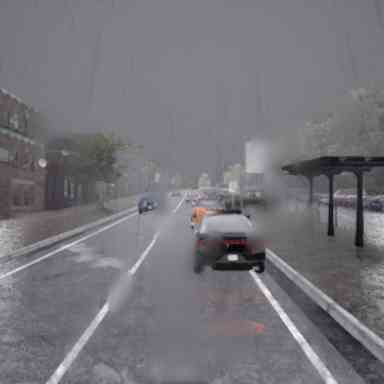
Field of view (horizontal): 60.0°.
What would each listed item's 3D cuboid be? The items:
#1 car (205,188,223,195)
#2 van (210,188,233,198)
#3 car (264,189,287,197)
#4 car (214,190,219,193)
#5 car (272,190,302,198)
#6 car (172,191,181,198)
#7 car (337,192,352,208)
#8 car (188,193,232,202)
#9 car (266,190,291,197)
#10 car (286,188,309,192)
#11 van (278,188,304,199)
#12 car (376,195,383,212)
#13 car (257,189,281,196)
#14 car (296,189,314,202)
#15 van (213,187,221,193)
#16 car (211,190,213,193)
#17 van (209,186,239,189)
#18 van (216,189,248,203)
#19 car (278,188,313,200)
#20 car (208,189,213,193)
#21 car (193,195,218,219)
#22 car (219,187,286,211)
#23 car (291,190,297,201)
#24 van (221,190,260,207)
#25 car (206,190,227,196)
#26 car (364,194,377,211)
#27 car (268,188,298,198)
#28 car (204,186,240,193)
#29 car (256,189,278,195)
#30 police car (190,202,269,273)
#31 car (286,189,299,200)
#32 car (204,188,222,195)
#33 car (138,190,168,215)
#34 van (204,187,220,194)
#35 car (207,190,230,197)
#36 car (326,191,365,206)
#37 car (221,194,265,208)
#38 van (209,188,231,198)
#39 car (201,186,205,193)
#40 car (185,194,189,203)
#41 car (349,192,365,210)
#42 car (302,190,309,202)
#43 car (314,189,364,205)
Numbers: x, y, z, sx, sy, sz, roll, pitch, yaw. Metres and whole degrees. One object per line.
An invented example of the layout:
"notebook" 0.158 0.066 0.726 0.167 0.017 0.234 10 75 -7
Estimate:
"car" 5.637 -0.120 85.401 4.553 1.767 2.185 0 1 0
"van" 5.810 0.236 65.781 4.442 1.987 1.878 0 1 0
"car" 18.793 0.130 74.662 4.553 1.767 2.185 0 1 0
"car" 5.717 0.904 43.355 5.008 1.535 2.097 0 1 0
"car" 18.959 0.446 66.338 5.366 1.575 1.946 0 1 0
"car" -3.246 0.400 69.816 2.033 1.411 5.357 0 1 0
"car" 18.817 1.020 35.805 5.008 1.535 2.097 0 1 0
"car" 0.975 1.124 20.399 2.097 1.767 4.553 0 1 0
"car" 18.737 0.350 71.889 4.792 1.488 2.163 0 1 0
"car" 18.755 0.386 58.007 5.566 2.045 2.435 0 1 0
"van" 18.893 0.288 63.560 4.442 1.987 1.878 0 1 0
"car" 18.637 1.146 27.479 5.366 1.575 1.946 0 1 0
"car" 18.569 0.124 80.213 5.366 1.575 1.946 0 1 0
"car" 18.979 0.797 49.684 5.366 1.575 1.946 0 1 0
"van" 5.602 0.634 46.158 4.442 1.987 1.878 0 1 0
"car" 5.741 0.793 51.766 4.792 1.488 2.163 0 1 0
"van" 5.817 0.366 60.178 4.442 1.987 1.878 0 1 0
"van" 5.832 0.586 48.959 4.442 1.987 1.878 0 1 0
"car" 18.808 0.327 60.783 5.566 2.045 2.435 0 1 0
"car" 5.711 0.651 57.375 4.892 1.521 2.231 0 1 0
"car" 0.976 1.132 26.628 1.801 1.575 5.366 0 1 0
"car" 5.709 0.825 32.139 5.566 2.045 2.435 0 1 0
"car" 18.761 0.781 52.456 4.792 1.488 2.163 0 1 0
"van" 5.843 0.721 40.548 4.442 1.987 1.878 0 1 0
"car" 5.676 0.241 76.997 4.674 1.452 2.002 0 1 0
"car" 18.848 1.136 30.255 4.792 1.488 2.163 0 1 0
"car" 18.798 0.133 69.108 5.566 2.045 2.435 0 1 0
"car" 5.669 0.275 62.977 5.566 2.045 2.435 0 1 0
"car" 18.757 0.063 82.990 4.892 1.521 2.231 0 1 0
"police car" 0.975 1.333 10.531 1.930 1.638 5.238 0 1 0
"car" 18.816 0.725 55.239 4.792 1.488 2.163 0 1 0
"car" 5.633 -0.185 88.203 4.553 1.767 2.185 0 1 0
"car" -3.347 0.855 29.407 2.150 2.045 5.566 0 1 0
"van" 5.540 -0.416 93.806 4.442 1.987 1.878 0 1 0
"car" 5.680 0.332 71.391 4.892 1.521 2.231 0 1 0
"car" 18.814 0.978 38.580 5.008 1.535 2.097 0 1 0
"car" 5.733 1.030 37.749 4.674 1.452 2.002 0 1 0
"van" 5.806 0.171 68.583 4.442 1.987 1.878 0 1 0
"car" 5.647 -0.116 79.793 5.566 2.045 2.435 0 1 0
"car" 0.035 0.907 48.595 1.895 1.301 4.718 0 1 1
"car" 18.822 1.064 33.029 4.892 1.521 2.231 0 1 0
"car" 18.792 0.847 46.907 5.008 1.535 2.097 0 1 0
"car" 18.776 0.684 41.352 5.566 2.045 2.435 0 1 0
